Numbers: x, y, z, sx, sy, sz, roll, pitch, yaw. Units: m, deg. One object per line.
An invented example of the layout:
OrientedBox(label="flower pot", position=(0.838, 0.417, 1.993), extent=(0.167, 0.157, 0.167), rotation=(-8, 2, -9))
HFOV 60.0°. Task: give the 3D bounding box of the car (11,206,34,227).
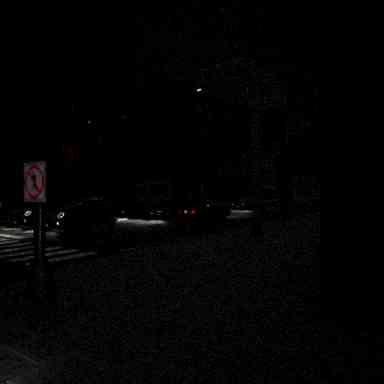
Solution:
OrientedBox(label="car", position=(-9.634, 1.304, 22.411), extent=(2.097, 1.767, 4.553), rotation=(0, 0, 35))

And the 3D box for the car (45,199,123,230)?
OrientedBox(label="car", position=(-6.910, 1.297, 20.632), extent=(2.097, 1.767, 4.553), rotation=(0, 0, 35))

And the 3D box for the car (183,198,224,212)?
OrientedBox(label="car", position=(1.400, 1.419, 38.002), extent=(2.033, 1.411, 5.357), rotation=(0, 0, 36))

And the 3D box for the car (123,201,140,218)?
OrientedBox(label="car", position=(-4.644, 1.480, 29.471), extent=(1.994, 1.385, 4.181), rotation=(0, 0, 35))

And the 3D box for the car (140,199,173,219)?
OrientedBox(label="car", position=(-1.775, 1.413, 27.888), extent=(1.837, 1.490, 4.892), rotation=(0, 0, 35))

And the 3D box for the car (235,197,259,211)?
OrientedBox(label="car", position=(6.429, 1.374, 39.465), extent=(1.812, 1.442, 4.674), rotation=(0, 0, 35))

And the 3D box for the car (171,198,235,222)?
OrientedBox(label="car", position=(0.997, 1.449, 25.833), extent=(2.033, 1.411, 5.357), rotation=(0, 0, 35))
